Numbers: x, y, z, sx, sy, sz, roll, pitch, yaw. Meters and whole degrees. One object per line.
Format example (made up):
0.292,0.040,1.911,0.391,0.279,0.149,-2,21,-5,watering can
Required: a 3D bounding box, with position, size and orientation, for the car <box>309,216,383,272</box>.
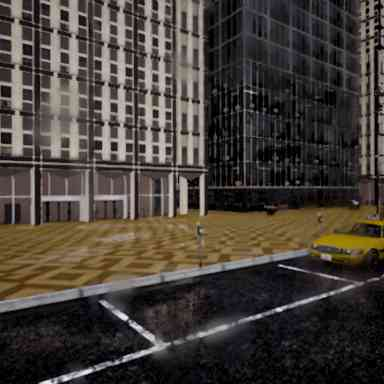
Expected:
5.683,1.470,10.623,4.829,1.417,1.752,0,0,-36,car
